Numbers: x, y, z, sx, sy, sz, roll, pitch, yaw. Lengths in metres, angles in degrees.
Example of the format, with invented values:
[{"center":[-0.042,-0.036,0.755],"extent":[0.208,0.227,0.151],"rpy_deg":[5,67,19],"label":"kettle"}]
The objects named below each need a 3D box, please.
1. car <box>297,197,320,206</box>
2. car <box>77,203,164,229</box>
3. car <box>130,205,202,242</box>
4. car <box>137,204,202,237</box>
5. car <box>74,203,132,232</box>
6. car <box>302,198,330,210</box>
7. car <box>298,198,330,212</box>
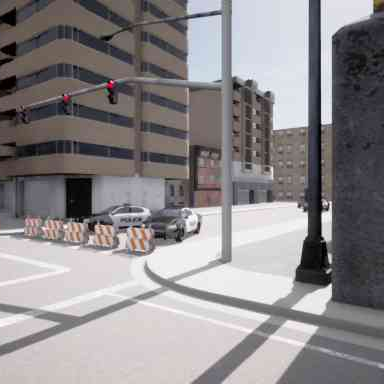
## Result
[{"center":[16.564,1.295,47.289],"extent":[1.853,1.218,4.536],"rpy_deg":[0,0,36],"label":"car"},{"center":[-4.097,1.295,19.264],"extent":[4.536,1.218,1.853],"rpy_deg":[0,0,-29],"label":"car"},{"center":[-0.949,1.453,16.553],"extent":[2.038,1.542,4.974],"rpy_deg":[0,0,16],"label":"car"},{"center":[-0.936,1.295,16.603],"extent":[1.853,1.218,4.536],"rpy_deg":[0,0,16],"label":"car"},{"center":[-4.142,1.452,19.238],"extent":[4.974,1.542,2.038],"rpy_deg":[0,0,-29],"label":"car"},{"center":[14.356,1.295,38.371],"extent":[1.853,1.218,4.536],"rpy_deg":[0,0,36],"label":"car"},{"center":[14.326,1.453,38.329],"extent":[2.038,1.542,4.974],"rpy_deg":[0,0,36],"label":"car"}]
